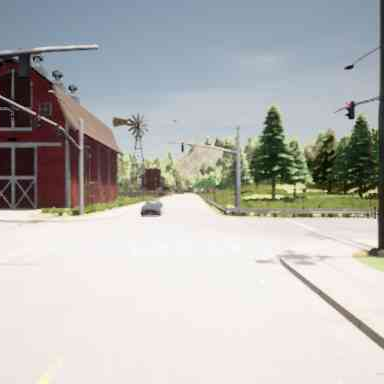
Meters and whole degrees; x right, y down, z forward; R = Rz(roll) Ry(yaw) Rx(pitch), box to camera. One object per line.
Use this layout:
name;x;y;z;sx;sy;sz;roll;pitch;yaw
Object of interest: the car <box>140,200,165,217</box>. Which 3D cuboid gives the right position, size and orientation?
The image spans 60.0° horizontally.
car;-3.511;1.434;30.252;2.033;1.411;5.357;0;1;0
